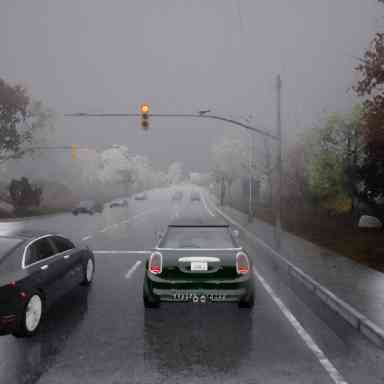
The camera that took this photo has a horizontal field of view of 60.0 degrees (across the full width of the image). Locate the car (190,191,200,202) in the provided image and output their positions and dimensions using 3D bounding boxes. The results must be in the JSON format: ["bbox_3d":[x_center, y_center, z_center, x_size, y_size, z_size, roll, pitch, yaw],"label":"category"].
[{"bbox_3d":[0.613,1.053,64.858,2.033,1.411,5.357,0,3,1],"label":"car"}]

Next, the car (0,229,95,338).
[{"bbox_3d":[-3.378,1.505,6.591,1.837,1.490,4.892,0,0,0],"label":"car"}]

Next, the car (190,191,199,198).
[{"bbox_3d":[0.605,0.516,75.115,2.033,1.411,5.357,0,3,1],"label":"car"}]

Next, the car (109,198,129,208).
[{"bbox_3d":[-10.238,1.563,46.881,1.994,1.385,4.181,0,0,1],"label":"car"}]

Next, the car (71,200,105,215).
[{"bbox_3d":[-10.368,1.547,33.641,2.033,1.411,5.357,0,0,1],"label":"car"}]

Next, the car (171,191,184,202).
[{"bbox_3d":[-2.988,1.070,64.572,2.033,1.411,5.357,0,3,1],"label":"car"}]

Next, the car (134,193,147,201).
[{"bbox_3d":[-10.011,0.967,65.277,1.882,1.535,5.008,0,3,1],"label":"car"}]

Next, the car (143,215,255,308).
[{"bbox_3d":[0.142,1.352,8.092,2.097,1.767,4.553,0,0,0],"label":"car"}]
